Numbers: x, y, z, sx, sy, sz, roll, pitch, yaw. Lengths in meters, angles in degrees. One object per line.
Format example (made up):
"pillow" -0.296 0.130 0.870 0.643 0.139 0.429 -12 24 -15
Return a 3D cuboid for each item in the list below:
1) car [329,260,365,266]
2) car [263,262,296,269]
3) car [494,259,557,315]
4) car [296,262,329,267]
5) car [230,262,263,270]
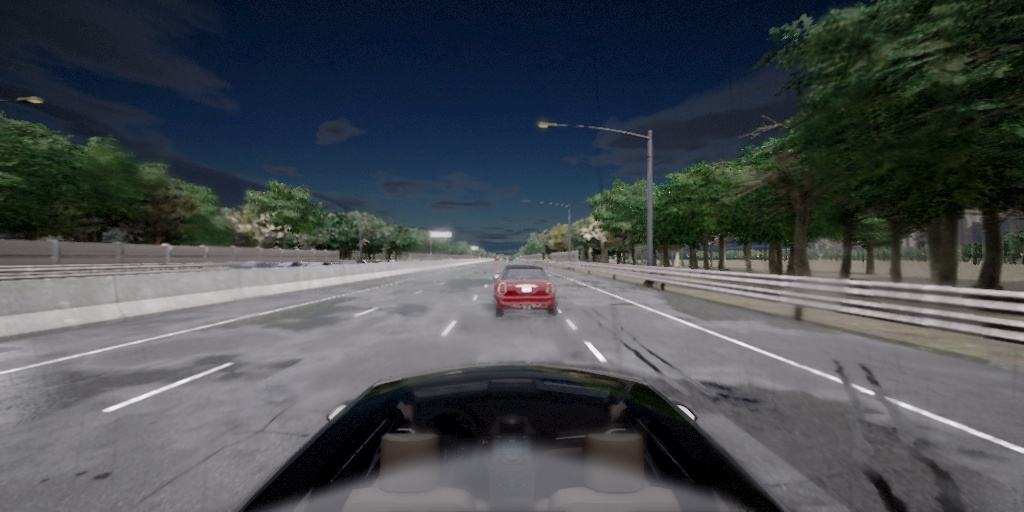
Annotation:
"car" -17.639 1.204 39.366 2.097 1.767 4.553 0 0 0
"car" -24.634 1.379 39.529 1.812 1.442 4.674 0 0 0
"car" 0.384 1.113 13.772 2.097 1.767 4.553 0 0 -2
"car" -21.137 1.379 39.376 1.812 1.442 4.674 0 0 0
"car" -28.133 1.401 39.260 2.033 1.411 5.357 0 0 0
